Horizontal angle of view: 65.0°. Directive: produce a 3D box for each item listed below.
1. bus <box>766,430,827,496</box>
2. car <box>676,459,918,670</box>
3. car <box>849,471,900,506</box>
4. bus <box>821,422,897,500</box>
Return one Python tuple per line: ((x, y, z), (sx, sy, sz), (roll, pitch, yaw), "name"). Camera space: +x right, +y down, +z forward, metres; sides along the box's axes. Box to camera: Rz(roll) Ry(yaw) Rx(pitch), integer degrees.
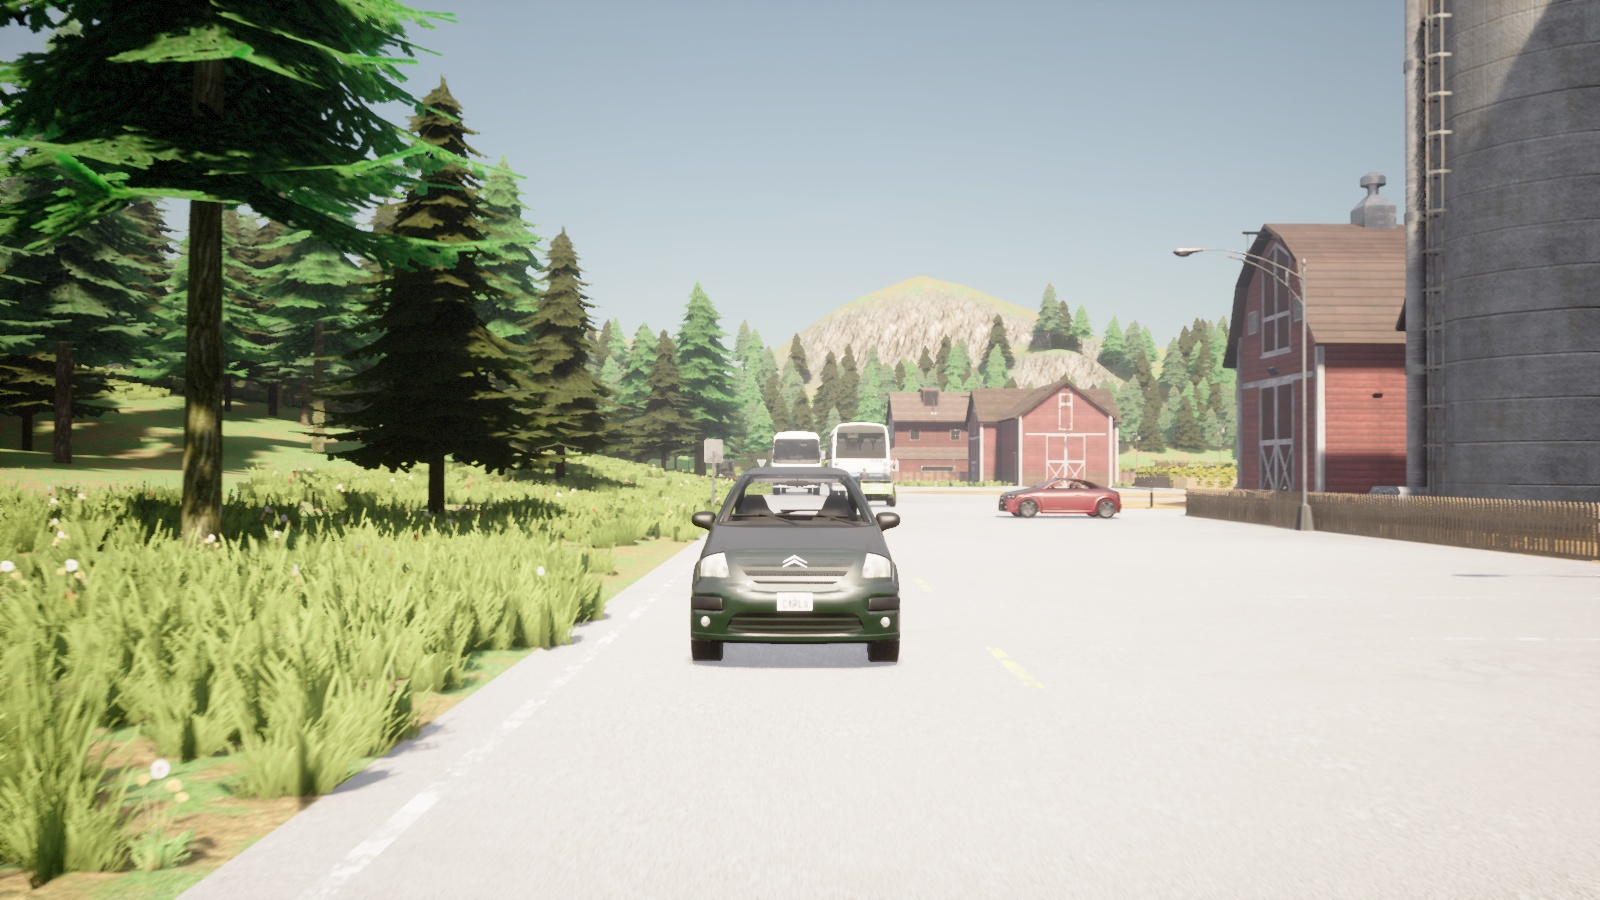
((-0.216, 0.913, 86.064), (3.944, 4.253, 10.273), (0, -1, 0), "bus")
((-0.029, 0.913, 11.648), (1.851, 1.617, 3.988), (0, -1, 0), "car")
((3.360, 1.729, 57.320), (2.007, 1.525, 4.514), (0, -1, 0), "car")
((3.315, 0.691, 73.887), (3.944, 4.253, 10.273), (0, -1, 0), "bus")
